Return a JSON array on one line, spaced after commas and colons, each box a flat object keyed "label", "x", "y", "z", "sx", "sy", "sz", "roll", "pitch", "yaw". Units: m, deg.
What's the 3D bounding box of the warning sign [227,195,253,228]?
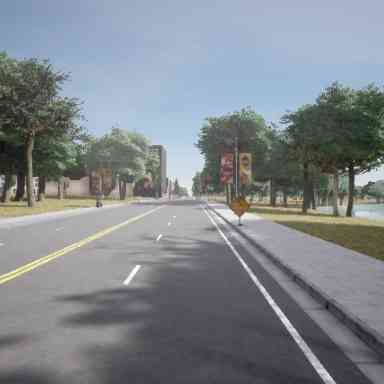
[{"label": "warning sign", "x": 2.832, "y": 1.134, "z": 19.742, "sx": 1.300, "sy": 1.860, "sz": 1.060, "roll": -1, "pitch": -1, "yaw": 0}]
